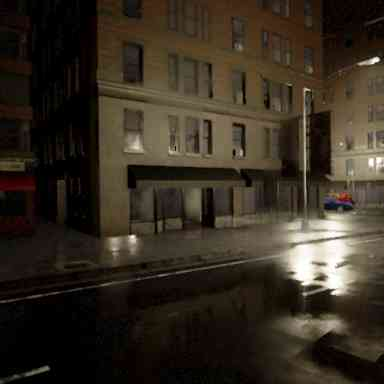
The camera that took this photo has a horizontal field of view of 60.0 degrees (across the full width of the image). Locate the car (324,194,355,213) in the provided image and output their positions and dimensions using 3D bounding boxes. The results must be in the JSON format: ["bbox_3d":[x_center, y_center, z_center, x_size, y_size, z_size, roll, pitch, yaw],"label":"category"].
[{"bbox_3d":[14.608,1.318,35.481,1.882,1.535,5.008,-1,1,-44],"label":"car"}]
